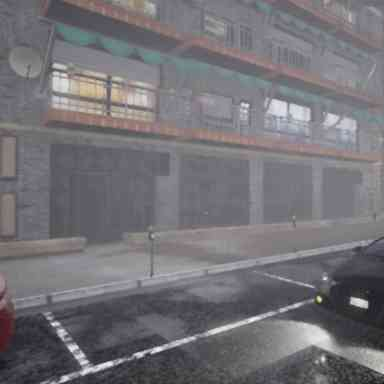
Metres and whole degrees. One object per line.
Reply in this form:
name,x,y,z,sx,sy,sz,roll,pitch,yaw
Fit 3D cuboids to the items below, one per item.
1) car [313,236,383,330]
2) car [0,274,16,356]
car,4.247,1.559,6.395,4.181,1.385,1.994,0,0,-36
car,-4.378,1.546,3.426,4.507,1.381,1.887,0,1,-35
